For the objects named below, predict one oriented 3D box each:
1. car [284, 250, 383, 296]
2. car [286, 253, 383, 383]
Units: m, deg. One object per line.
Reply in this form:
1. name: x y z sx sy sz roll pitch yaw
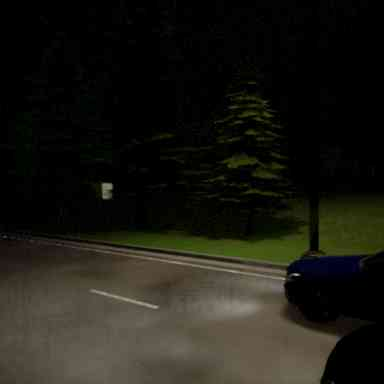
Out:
1. car: 3.913 1.525 5.500 4.674 1.442 1.812 0 0 35
2. car: 3.234 1.486 1.686 4.902 1.511 2.128 0 0 35
